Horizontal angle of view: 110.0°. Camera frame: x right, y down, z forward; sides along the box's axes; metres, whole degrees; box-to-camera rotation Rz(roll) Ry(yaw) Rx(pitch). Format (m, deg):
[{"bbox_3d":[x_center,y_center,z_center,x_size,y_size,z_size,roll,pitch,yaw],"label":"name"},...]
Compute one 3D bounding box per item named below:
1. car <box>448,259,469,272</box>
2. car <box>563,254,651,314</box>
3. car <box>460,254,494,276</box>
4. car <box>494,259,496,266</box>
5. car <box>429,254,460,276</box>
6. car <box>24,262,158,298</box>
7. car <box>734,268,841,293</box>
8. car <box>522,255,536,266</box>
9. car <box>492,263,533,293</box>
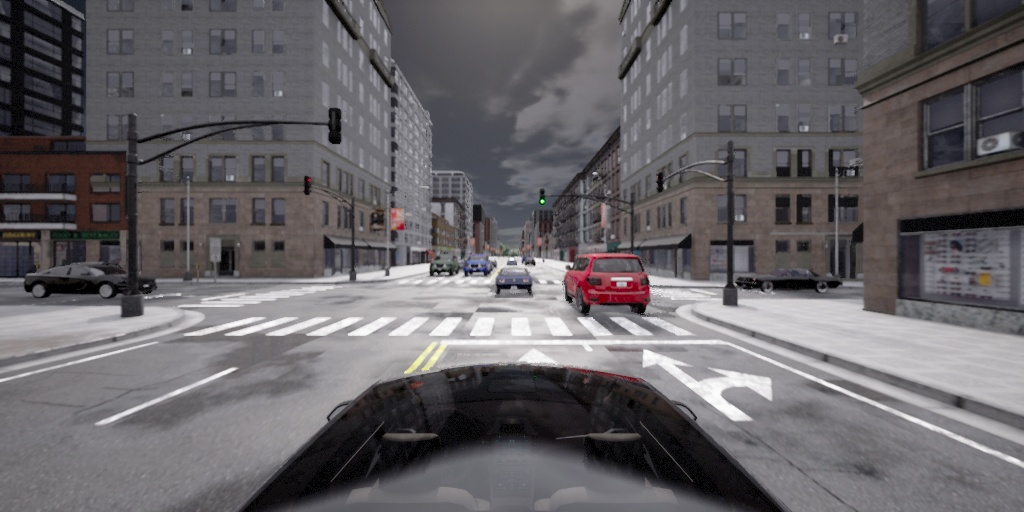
[{"bbox_3d":[-6.561,1.156,44.764,1.994,1.385,4.181,0,0,0],"label":"car"},{"bbox_3d":[3.351,0.930,13.619,2.150,2.045,5.566,0,1,0],"label":"car"},{"bbox_3d":[-3.303,0.850,35.068,2.150,2.045,5.566,0,0,2],"label":"car"},{"bbox_3d":[-3.307,1.118,44.586,1.812,1.442,4.674,0,0,1],"label":"car"},{"bbox_3d":[-6.578,0.849,35.356,2.150,2.045,5.566,0,0,0],"label":"car"},{"bbox_3d":[-19.857,1.146,17.054,5.008,1.535,1.882,0,0,1],"label":"car"},{"bbox_3d":[15.067,1.333,19.854,4.718,1.301,1.895,0,0,0],"label":"car"},{"bbox_3d":[3.280,1.016,65.088,1.837,1.490,4.892,0,0,0],"label":"car"},{"bbox_3d":[0.102,1.285,20.170,1.895,1.301,4.718,0,0,0],"label":"car"}]
